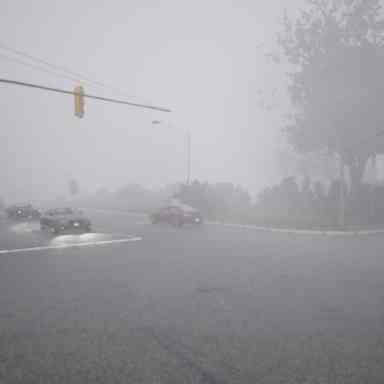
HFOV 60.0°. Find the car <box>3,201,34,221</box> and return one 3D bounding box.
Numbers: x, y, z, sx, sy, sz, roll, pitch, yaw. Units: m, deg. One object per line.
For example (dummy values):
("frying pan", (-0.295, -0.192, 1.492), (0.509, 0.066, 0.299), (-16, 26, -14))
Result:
("car", (-13.960, 1.626, 27.569), (1.895, 1.301, 4.718), (0, 0, -39))

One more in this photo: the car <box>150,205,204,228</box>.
("car", (-1.117, 1.592, 22.926), (1.812, 1.442, 4.674), (0, 0, -39))

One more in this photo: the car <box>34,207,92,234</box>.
("car", (-7.473, 1.592, 19.500), (1.994, 1.385, 4.181), (0, 0, -39))

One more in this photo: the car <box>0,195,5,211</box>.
("car", (-24.102, 1.244, 40.242), (2.150, 2.045, 5.566), (0, 0, -38))
